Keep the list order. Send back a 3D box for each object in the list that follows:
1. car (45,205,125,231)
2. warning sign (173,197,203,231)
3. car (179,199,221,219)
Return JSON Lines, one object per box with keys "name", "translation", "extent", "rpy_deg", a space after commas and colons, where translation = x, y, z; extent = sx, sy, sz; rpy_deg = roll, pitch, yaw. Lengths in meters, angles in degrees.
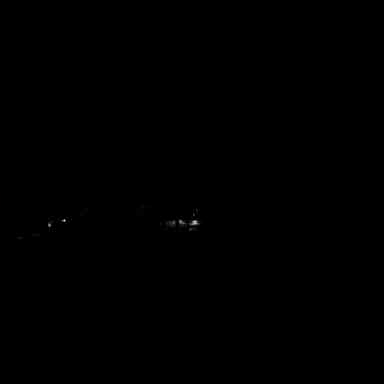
{"name": "car", "translation": [-6.245, 1.537, 19.959], "extent": [2.128, 1.511, 4.902], "rpy_deg": [1, 0, 37]}
{"name": "warning sign", "translation": [-0.228, 1.223, 19.222], "extent": [1.300, 1.860, 1.060], "rpy_deg": [1, 1, 35]}
{"name": "car", "translation": [0.695, 1.448, 29.752], "extent": [2.097, 1.767, 4.553], "rpy_deg": [1, 0, 35]}
